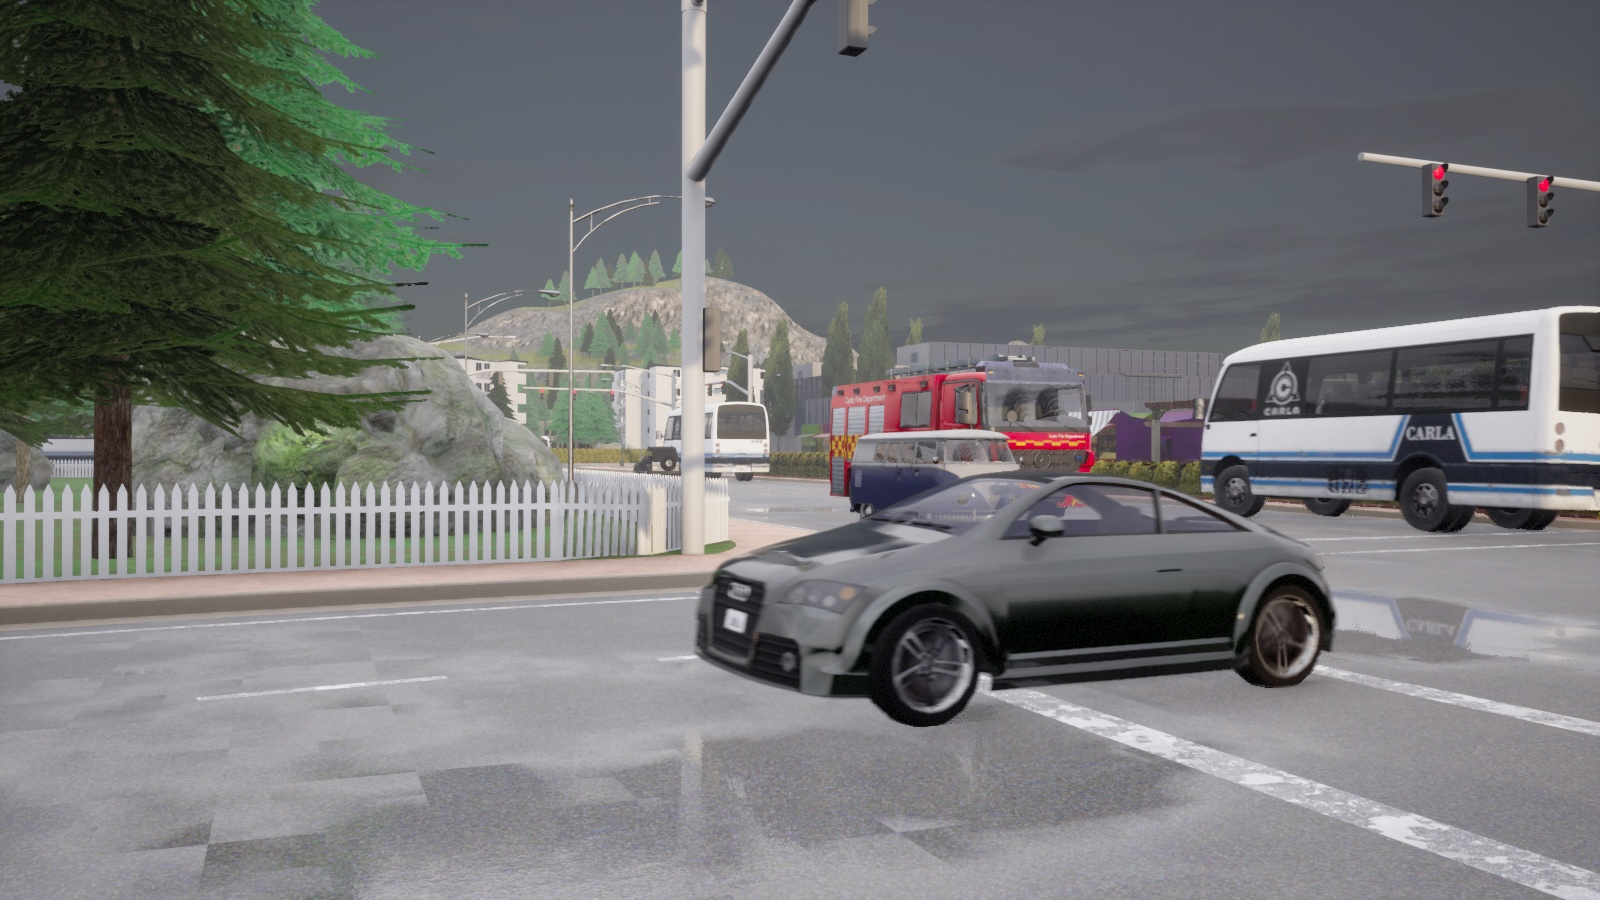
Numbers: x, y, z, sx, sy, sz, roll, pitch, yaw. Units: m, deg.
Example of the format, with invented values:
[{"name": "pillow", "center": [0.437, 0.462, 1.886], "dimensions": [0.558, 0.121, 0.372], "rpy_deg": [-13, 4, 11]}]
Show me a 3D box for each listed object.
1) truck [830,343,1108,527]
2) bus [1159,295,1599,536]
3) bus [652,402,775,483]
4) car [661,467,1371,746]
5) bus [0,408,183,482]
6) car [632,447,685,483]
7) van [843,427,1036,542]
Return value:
[{"name": "truck", "center": [3.741, -0.298, 30.549], "dimensions": [2.891, 3.827, 8.468], "rpy_deg": [0, 0, -22]}, {"name": "bus", "center": [12.790, -0.537, 27.794], "dimensions": [3.944, 4.253, 10.273], "rpy_deg": [2, -1, -20]}, {"name": "bus", "center": [-5.085, -0.391, 71.120], "dimensions": [3.944, 4.253, 10.273], "rpy_deg": [0, 0, -22]}, {"name": "car", "center": [1.403, 0.826, 8.221], "dimensions": [4.181, 1.385, 1.994], "rpy_deg": [0, 0, -25]}, {"name": "bus", "center": [-42.870, -0.301, 75.260], "dimensions": [10.273, 4.253, 3.944], "rpy_deg": [0, 0, -21]}, {"name": "car", "center": [-7.748, 0.780, 68.369], "dimensions": [1.905, 1.878, 3.866], "rpy_deg": [0, 0, -22]}, {"name": "van", "center": [2.553, 0.607, 24.141], "dimensions": [1.775, 1.987, 4.442], "rpy_deg": [0, 0, -22]}]
